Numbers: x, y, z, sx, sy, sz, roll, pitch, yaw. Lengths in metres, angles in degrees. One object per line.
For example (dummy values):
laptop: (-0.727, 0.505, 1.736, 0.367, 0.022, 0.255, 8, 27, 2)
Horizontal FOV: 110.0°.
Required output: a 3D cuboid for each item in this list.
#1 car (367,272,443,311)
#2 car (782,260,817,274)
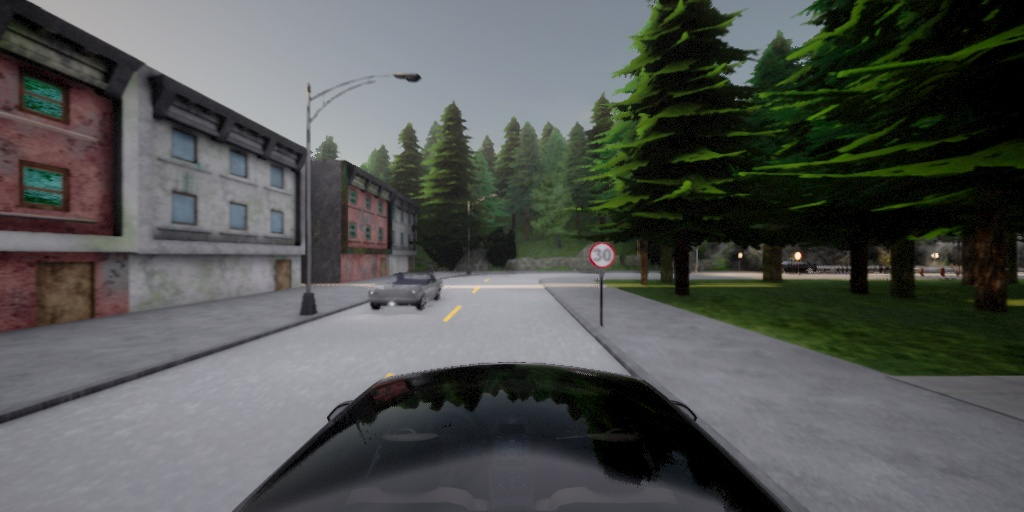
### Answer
car: (-4.123, 1.338, 14.519, 1.895, 1.301, 4.718, 0, 0, 0)
car: (30.588, 1.191, 39.466, 5.008, 1.535, 1.882, 0, 0, 0)
